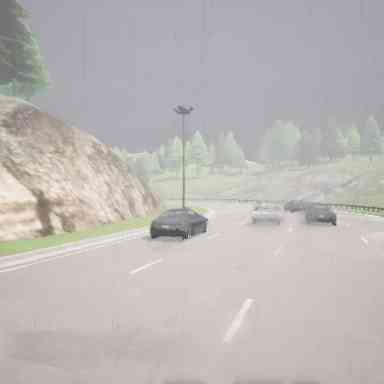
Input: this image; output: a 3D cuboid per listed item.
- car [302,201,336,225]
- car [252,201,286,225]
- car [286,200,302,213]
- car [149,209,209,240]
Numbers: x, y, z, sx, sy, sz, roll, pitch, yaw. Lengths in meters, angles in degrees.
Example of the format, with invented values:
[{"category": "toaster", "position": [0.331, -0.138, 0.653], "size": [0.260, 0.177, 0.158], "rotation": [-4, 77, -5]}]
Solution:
[{"category": "car", "position": [9.237, 1.561, 24.090], "size": [1.994, 1.385, 4.181], "rotation": [0, 0, 18]}, {"category": "car", "position": [5.581, 1.599, 24.143], "size": [1.895, 1.301, 4.718], "rotation": [0, 0, 18]}, {"category": "car", "position": [11.577, 1.560, 37.028], "size": [1.994, 1.385, 4.181], "rotation": [0, 0, 3]}, {"category": "car", "position": [-0.541, 1.563, 17.226], "size": [1.994, 1.385, 4.181], "rotation": [0, 0, 20]}]
